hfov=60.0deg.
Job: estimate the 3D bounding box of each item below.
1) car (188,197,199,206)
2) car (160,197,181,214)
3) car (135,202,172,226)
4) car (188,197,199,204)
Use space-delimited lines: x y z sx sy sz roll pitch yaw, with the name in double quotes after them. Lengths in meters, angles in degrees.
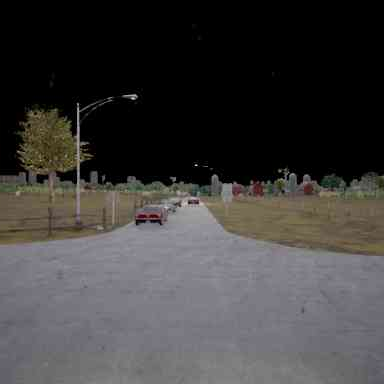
0.250 1.523 55.427 1.882 1.535 5.008 0 0 0 "car"
-2.680 1.512 36.374 2.128 1.511 4.902 0 0 1 "car"
-2.775 1.612 23.645 1.895 1.301 4.718 0 0 2 "car"
0.297 1.629 65.851 1.994 1.385 4.181 0 0 0 "car"
